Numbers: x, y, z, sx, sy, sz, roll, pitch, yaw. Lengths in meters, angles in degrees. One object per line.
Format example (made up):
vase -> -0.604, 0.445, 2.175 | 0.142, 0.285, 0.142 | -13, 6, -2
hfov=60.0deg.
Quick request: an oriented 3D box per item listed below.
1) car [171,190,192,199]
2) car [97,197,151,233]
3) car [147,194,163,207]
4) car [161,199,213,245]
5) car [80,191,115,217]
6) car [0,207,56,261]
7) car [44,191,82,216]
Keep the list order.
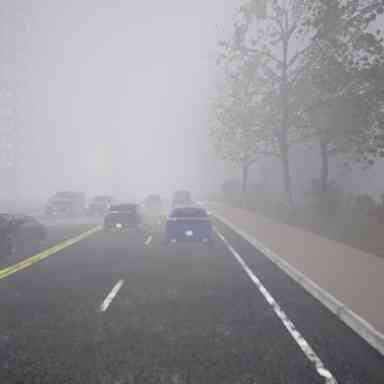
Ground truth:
car -> -1.224, 0.761, 38.872 | 2.150, 2.045, 5.566 | 0, 1, -3
car -> -3.547, 1.296, 18.188 | 1.837, 1.490, 4.892 | 0, 1, -2
car -> -4.547, 1.006, 40.171 | 1.882, 1.535, 5.008 | 0, 1, -3
car -> -0.168, 1.303, 14.573 | 1.882, 1.535, 5.008 | 0, 1, -2
car -> -7.322, 1.036, 27.472 | 2.097, 1.767, 4.553 | 0, 1, -2
car -> -6.656, 1.437, 11.530 | 1.994, 1.385, 4.181 | 0, 1, -1
car -> -10.609, 0.906, 28.418 | 2.150, 2.045, 5.566 | 0, 0, -2
